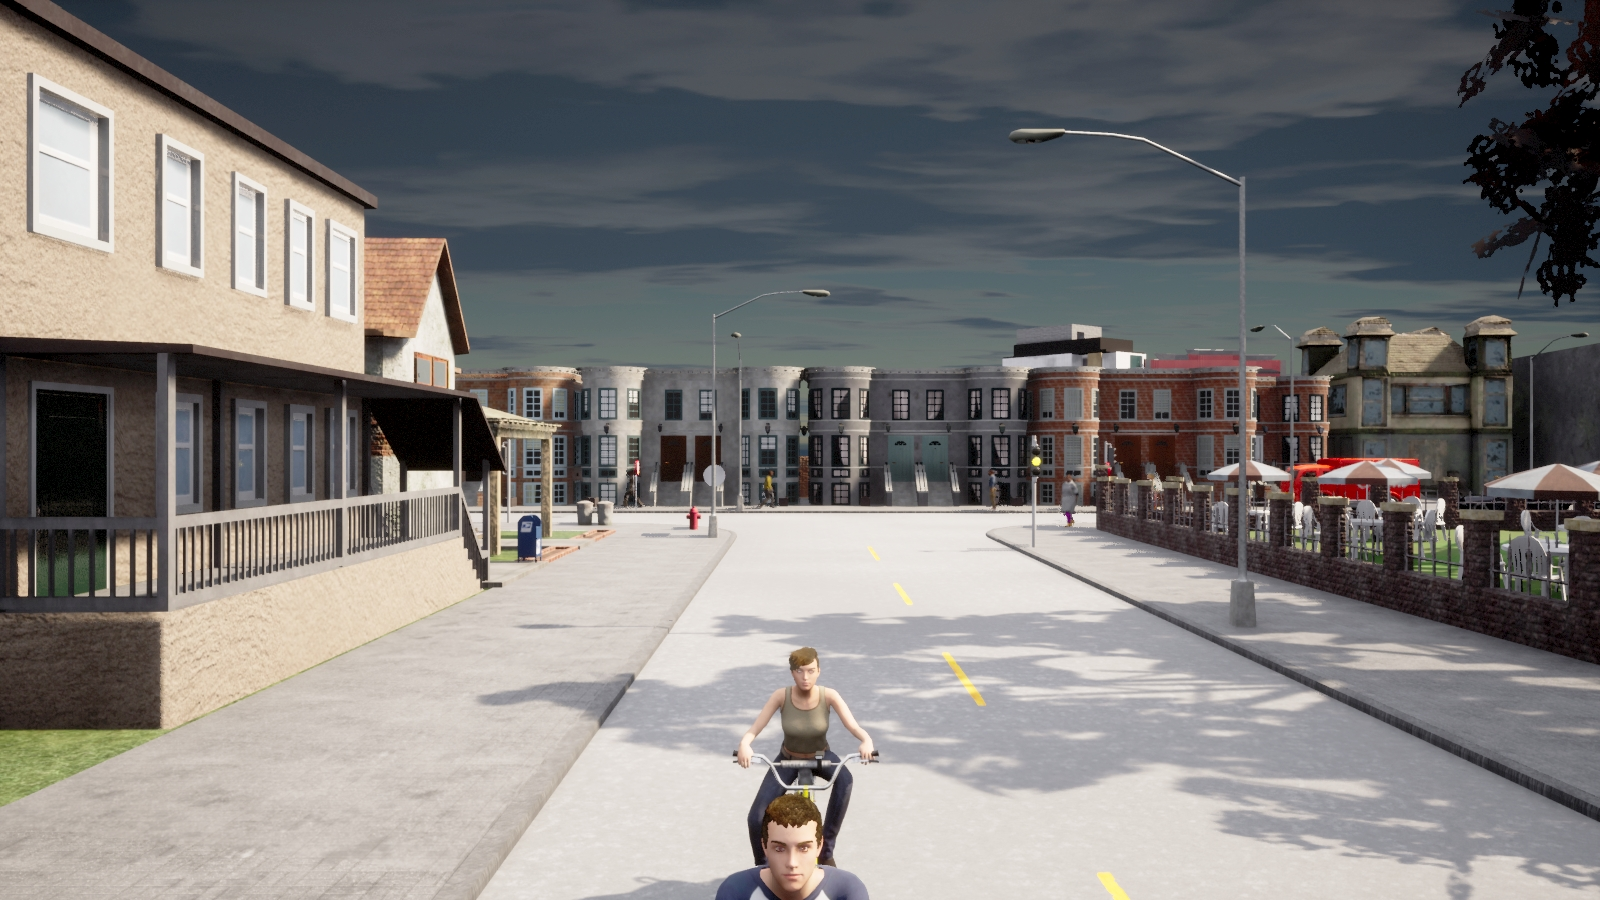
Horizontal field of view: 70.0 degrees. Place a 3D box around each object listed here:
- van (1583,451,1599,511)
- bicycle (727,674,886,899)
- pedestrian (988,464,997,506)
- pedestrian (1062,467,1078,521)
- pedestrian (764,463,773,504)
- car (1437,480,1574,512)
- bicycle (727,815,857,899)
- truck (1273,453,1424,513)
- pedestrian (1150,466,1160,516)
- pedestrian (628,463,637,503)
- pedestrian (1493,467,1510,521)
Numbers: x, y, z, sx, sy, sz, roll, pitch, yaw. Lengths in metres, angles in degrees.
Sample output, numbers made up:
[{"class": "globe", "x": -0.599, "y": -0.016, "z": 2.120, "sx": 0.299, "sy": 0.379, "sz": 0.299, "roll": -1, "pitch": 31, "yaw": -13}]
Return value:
[{"class": "van", "x": 37.194, "y": 1.334, "z": 48.909, "sx": 5.915, "sy": 2.561, "sz": 1.988, "roll": 0, "pitch": 0, "yaw": 1}, {"class": "bicycle", "x": 0.033, "y": 2.040, "z": 6.906, "sx": 0.859, "sy": 1.080, "sz": 1.487, "roll": 0, "pitch": 0, "yaw": 0}, {"class": "pedestrian", "x": 8.601, "y": 1.547, "z": 50.961, "sx": 0.375, "sy": 1.860, "sz": 0.375, "roll": 0, "pitch": 0, "yaw": 12}, {"class": "pedestrian", "x": 9.374, "y": 1.532, "z": 39.654, "sx": 0.375, "sy": 1.860, "sz": 0.375, "roll": 0, "pitch": 0, "yaw": -44}, {"class": "pedestrian", "x": -1.429, "y": 1.546, "z": 52.306, "sx": 0.375, "sy": 1.860, "sz": 0.375, "roll": 0, "pitch": 0, "yaw": 8}, {"class": "car", "x": 30.125, "y": 1.955, "z": 48.889, "sx": 4.718, "sy": 1.301, "sz": 1.895, "roll": 0, "pitch": 0, "yaw": 0}, {"class": "bicycle", "x": -0.022, "y": 1.938, "z": 3.212, "sx": 0.373, "sy": 1.296, "sz": 1.643, "roll": 0, "pitch": 0, "yaw": 0}, {"class": "truck", "x": 23.374, "y": 1.365, "z": 48.875, "sx": 5.204, "sy": 2.467, "sz": 2.627, "roll": 0, "pitch": 0, "yaw": 0}, {"class": "pedestrian", "x": 13.239, "y": 1.533, "z": 42.618, "sx": 0.375, "sy": 1.860, "sz": 0.375, "roll": 0, "pitch": 0, "yaw": 16}, {"class": "pedestrian", "x": -7.790, "y": 1.546, "z": 53.178, "sx": 0.375, "sy": 1.860, "sz": 0.375, "roll": 0, "pitch": 0, "yaw": 1}, {"class": "pedestrian", "x": 24.614, "y": 1.542, "z": 40.086, "sx": 0.375, "sy": 1.860, "sz": 0.375, "roll": 0, "pitch": 0, "yaw": 0}]
